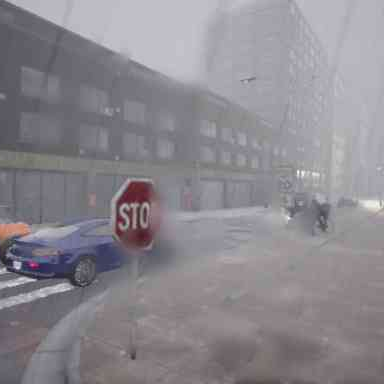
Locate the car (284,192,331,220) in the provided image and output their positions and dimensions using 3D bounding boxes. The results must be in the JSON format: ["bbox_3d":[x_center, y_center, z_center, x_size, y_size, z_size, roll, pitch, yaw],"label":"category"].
[{"bbox_3d":[9.484,1.010,26.584,2.150,2.045,5.566,2,1,34],"label":"car"}]

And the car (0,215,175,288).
[{"bbox_3d":[-2.367,1.357,8.866,1.812,1.442,4.674,2,1,34],"label":"car"}]

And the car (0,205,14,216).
[{"bbox_3d":[-6.408,1.115,8.123,2.097,1.767,4.553,2,1,34],"label":"car"}]

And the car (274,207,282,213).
[{"bbox_3d":[9.478,1.307,31.893,1.895,1.301,4.718,2,1,34],"label":"car"}]

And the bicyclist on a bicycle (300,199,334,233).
[{"bbox_3d":[6.127,1.182,16.337,1.656,1.620,0.582,1,1,34],"label":"bicyclist on a bicycle"}]

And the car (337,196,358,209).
[{"bbox_3d":[19.555,1.260,41.669,1.837,1.490,4.892,2,1,34],"label":"car"}]
